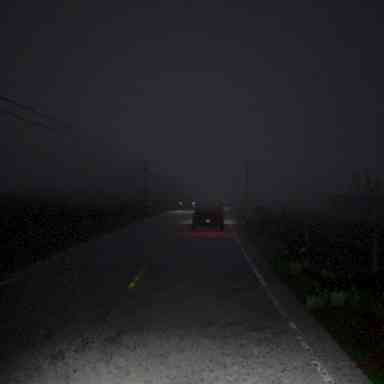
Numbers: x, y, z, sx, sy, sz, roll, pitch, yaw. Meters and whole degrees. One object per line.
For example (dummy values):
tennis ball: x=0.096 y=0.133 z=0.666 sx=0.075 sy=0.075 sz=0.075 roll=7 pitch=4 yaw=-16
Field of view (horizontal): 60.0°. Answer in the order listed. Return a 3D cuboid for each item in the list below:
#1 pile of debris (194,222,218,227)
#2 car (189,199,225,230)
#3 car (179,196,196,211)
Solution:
pile of debris: x=0.979 y=2.174 z=22.108 sx=1.500 sy=0.140 sz=1.860 roll=0 pitch=0 yaw=5
car: x=1.075 y=1.473 z=21.355 sx=1.882 sy=1.535 sz=5.008 roll=0 pitch=0 yaw=4
car: x=-0.378 y=1.353 z=41.457 sx=2.097 sy=1.767 sz=4.553 roll=0 pitch=0 yaw=6
